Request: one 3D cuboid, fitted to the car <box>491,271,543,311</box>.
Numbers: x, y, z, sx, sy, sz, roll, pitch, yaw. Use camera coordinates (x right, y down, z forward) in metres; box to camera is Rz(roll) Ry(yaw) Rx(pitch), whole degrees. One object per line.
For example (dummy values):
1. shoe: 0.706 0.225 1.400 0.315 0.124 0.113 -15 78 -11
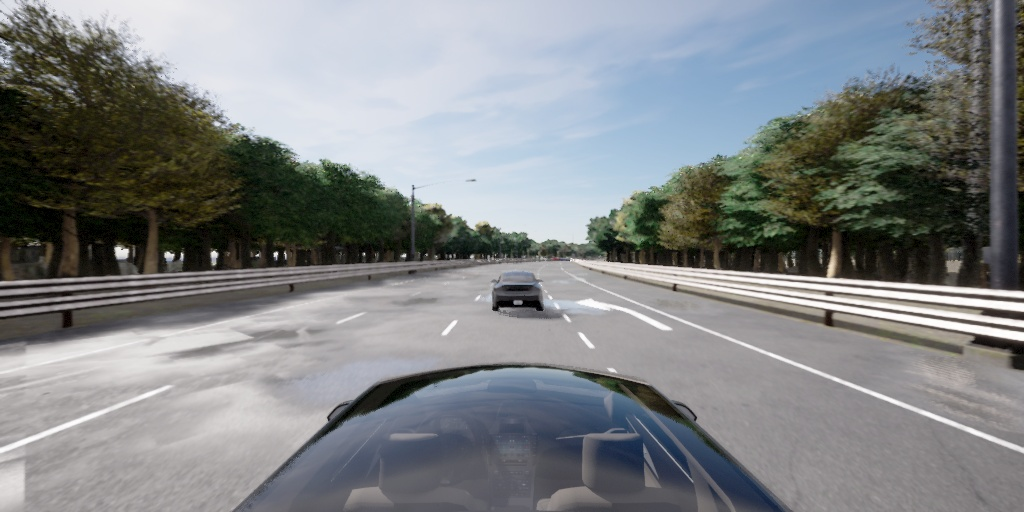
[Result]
1. car: 0.221 1.353 14.576 1.837 1.490 4.892 0 -1 0
